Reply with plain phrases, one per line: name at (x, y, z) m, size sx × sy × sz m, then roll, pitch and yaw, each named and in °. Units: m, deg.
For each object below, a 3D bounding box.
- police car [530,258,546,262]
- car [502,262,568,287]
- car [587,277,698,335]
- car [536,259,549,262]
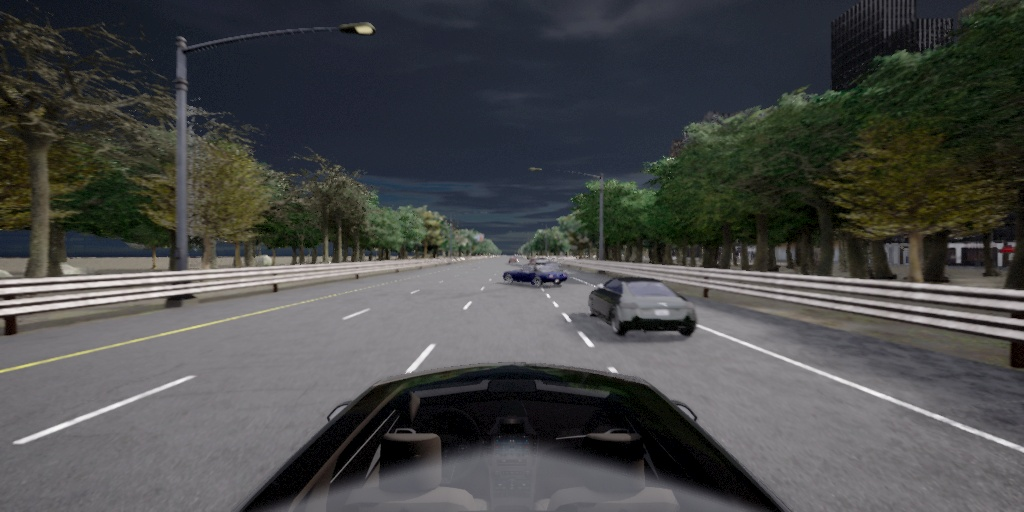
police car at (3.558, 1.018, 43.456) m, size 1.930 × 1.638 × 5.238 m, roll 0°, pitch 0°, yaw 0°
car at (1.408, 1.267, 24.011) m, size 1.895 × 1.301 × 4.718 m, roll 0°, pitch 0°, yaw -39°
car at (3.498, 1.282, 10.370) m, size 1.994 × 1.385 × 4.181 m, roll 0°, pitch 0°, yaw 0°
car at (3.532, 1.199, 32.346) m, size 1.994 × 1.385 × 4.181 m, roll 0°, pitch 0°, yaw 0°
